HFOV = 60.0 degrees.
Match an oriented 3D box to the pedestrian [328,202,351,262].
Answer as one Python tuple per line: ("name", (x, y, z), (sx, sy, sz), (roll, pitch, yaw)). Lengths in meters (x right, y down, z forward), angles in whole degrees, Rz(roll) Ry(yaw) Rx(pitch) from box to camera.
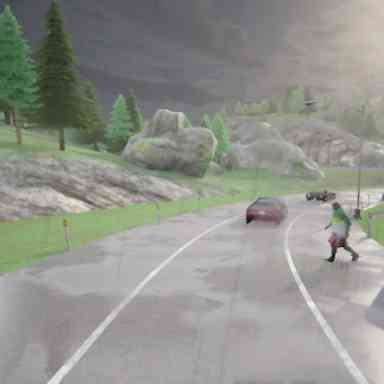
("pedestrian", (4.301, 1.120, 9.698), (0.375, 1.860, 0.375), (-3, 6, 13))

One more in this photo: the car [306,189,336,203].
("car", (13.660, 0.342, 34.921), (1.895, 1.301, 4.718), (5, 6, 38))

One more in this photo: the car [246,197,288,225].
("car", (4.515, 1.012, 19.705), (1.994, 1.385, 4.181), (3, 3, 21))
